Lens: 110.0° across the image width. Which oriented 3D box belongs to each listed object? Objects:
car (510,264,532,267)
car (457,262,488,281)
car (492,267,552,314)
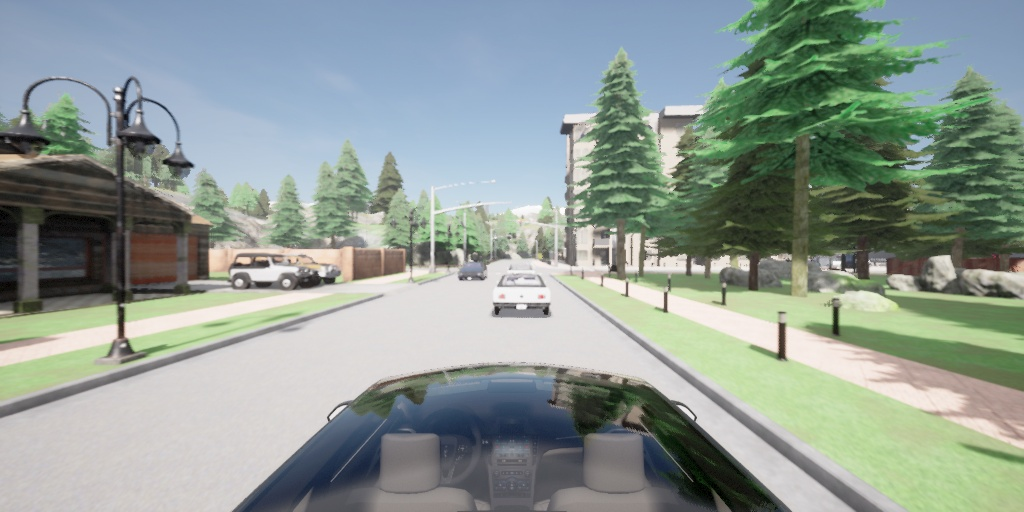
[{"bbox_3d":[0.605,1.186,25.071,1.895,1.301,4.718,0,0,1],"label":"car"},{"bbox_3d":[-2.930,1.169,27.943,2.033,1.411,5.357,0,0,1],"label":"car"},{"bbox_3d":[0.343,1.270,13.259,1.895,1.301,4.718,0,0,1],"label":"car"}]
